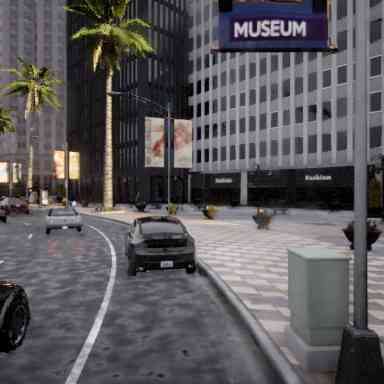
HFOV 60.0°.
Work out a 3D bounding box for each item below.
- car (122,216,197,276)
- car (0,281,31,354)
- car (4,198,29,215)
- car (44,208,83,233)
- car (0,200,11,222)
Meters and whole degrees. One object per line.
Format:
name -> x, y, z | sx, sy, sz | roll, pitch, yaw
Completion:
car -> -1.140, 1.504, 10.447 | 1.837, 1.490, 4.892 | 0, 0, -13
car -> -3.396, 1.563, 3.458 | 1.994, 1.385, 4.181 | 0, 0, -3
car -> -18.204, 1.344, 33.601 | 2.097, 1.767, 4.553 | 0, 0, -42
car -> -7.774, 1.598, 19.801 | 1.895, 1.301, 4.718 | 0, 0, -26
car -> -15.408, 1.557, 25.199 | 1.994, 1.385, 4.181 | 0, 0, -38
